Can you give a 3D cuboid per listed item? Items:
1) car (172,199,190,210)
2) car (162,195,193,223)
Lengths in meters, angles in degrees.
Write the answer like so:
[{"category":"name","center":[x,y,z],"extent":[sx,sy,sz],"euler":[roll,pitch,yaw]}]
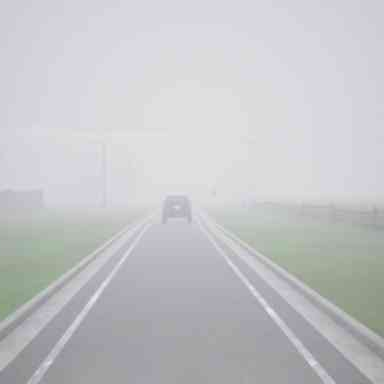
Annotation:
[{"category":"car","center":[-1.404,1.608,43.914],"extent":[1.994,1.385,4.181],"euler":[-1,0,2]},{"category":"car","center":[-1.136,1.249,25.955],"extent":[2.150,2.045,5.566],"euler":[-1,0,-2]}]
